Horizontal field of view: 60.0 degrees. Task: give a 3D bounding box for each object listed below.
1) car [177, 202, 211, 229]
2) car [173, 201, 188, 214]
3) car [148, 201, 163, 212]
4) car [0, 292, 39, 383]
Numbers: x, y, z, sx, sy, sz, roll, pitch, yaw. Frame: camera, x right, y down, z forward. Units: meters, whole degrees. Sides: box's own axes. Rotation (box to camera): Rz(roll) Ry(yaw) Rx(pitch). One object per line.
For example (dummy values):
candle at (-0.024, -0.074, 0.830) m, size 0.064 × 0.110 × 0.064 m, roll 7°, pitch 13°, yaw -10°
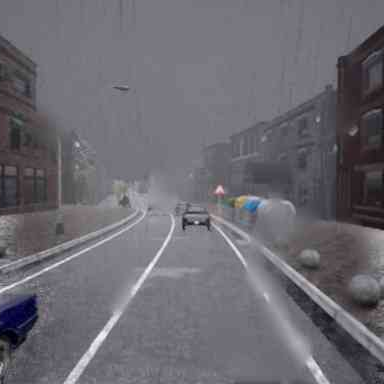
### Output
car at (0.211, 1.675, 22.860) m, size 2.128 × 1.511 × 4.902 m, roll 0°, pitch -1°, yaw -2°
car at (-1.148, 1.837, 40.397) m, size 2.128 × 1.511 × 4.902 m, roll 0°, pitch -1°, yaw -7°
car at (-5.089, 1.958, 45.776) m, size 1.812 × 1.442 × 4.674 m, roll 0°, pitch -1°, yaw -8°
car at (-3.085, 1.583, 2.351) m, size 1.895 × 1.301 × 4.718 m, roll 0°, pitch 0°, yaw 2°
